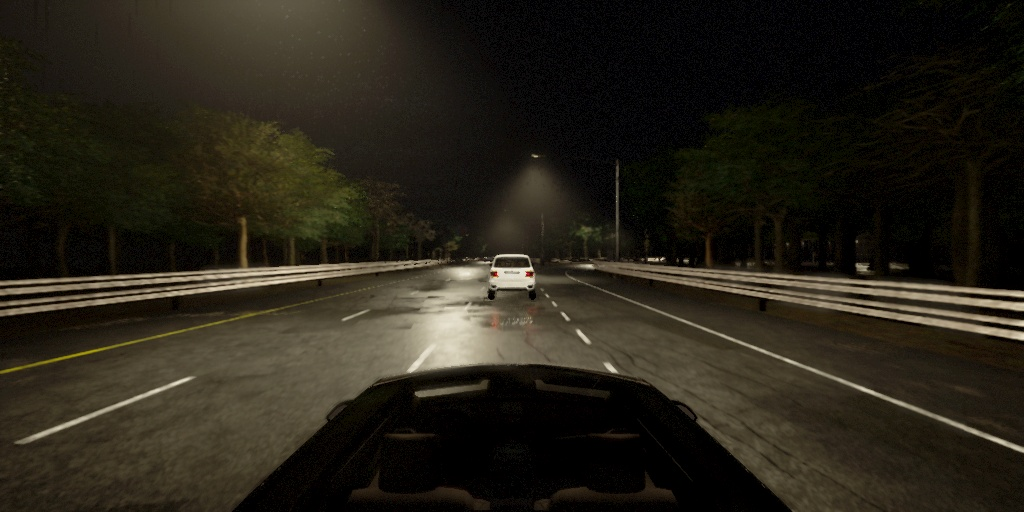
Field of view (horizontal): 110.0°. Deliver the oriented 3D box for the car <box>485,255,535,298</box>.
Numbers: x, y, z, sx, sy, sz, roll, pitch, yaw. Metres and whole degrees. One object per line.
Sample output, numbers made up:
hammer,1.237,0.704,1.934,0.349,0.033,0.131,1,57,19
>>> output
car,-0.001,0.952,18.310,2.150,2.045,5.566,0,0,0
